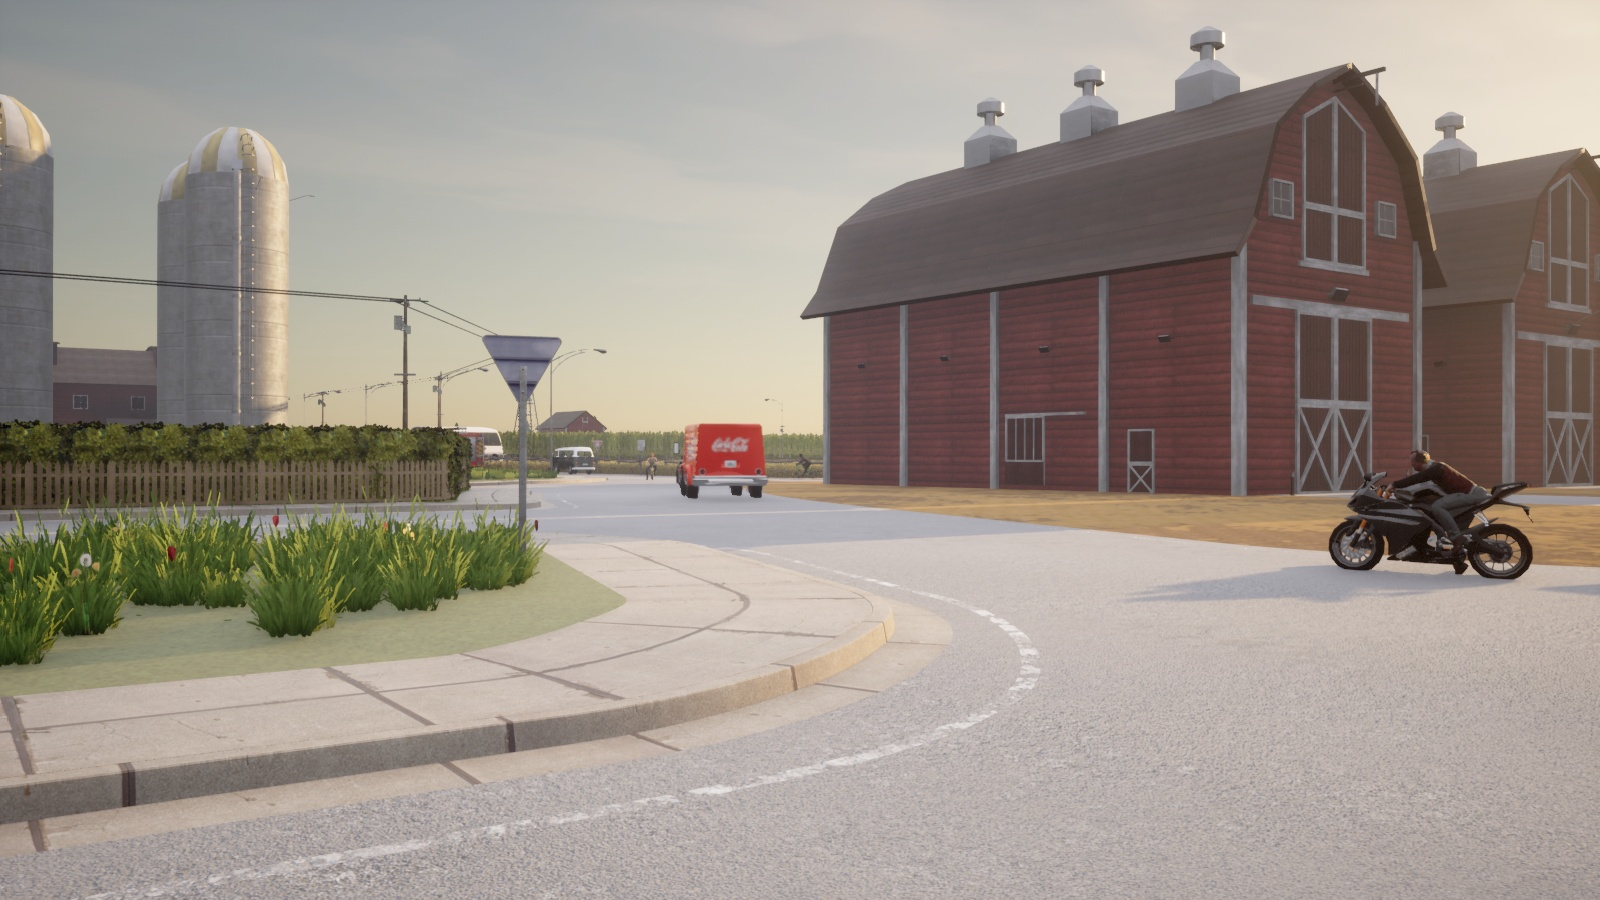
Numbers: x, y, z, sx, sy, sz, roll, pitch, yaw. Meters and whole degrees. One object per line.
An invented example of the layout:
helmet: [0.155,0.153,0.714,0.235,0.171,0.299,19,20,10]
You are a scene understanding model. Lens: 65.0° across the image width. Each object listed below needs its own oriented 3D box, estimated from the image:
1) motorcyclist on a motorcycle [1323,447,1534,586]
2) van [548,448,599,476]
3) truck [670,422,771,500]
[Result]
motorcyclist on a motorcycle: [7.524,0.747,15.087,2.191,1.530,0.866,1,1,29]
van: [-17.053,0.874,94.223,2.069,2.038,4.480,0,0,-35]
truck: [-2.811,0.372,42.830,2.627,2.467,5.204,0,-1,-13]
